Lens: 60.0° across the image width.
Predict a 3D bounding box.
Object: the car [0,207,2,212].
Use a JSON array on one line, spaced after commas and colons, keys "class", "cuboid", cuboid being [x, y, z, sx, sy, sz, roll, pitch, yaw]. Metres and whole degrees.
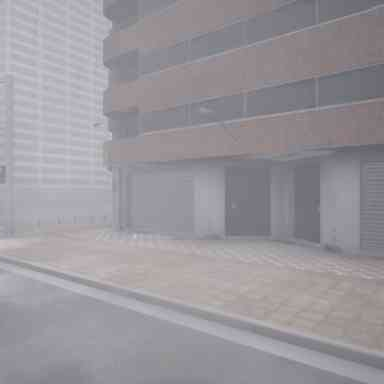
[{"class": "car", "cuboid": [-19.532, 1.601, 29.126, 1.895, 1.301, 4.718, 0, 0, 37]}]
